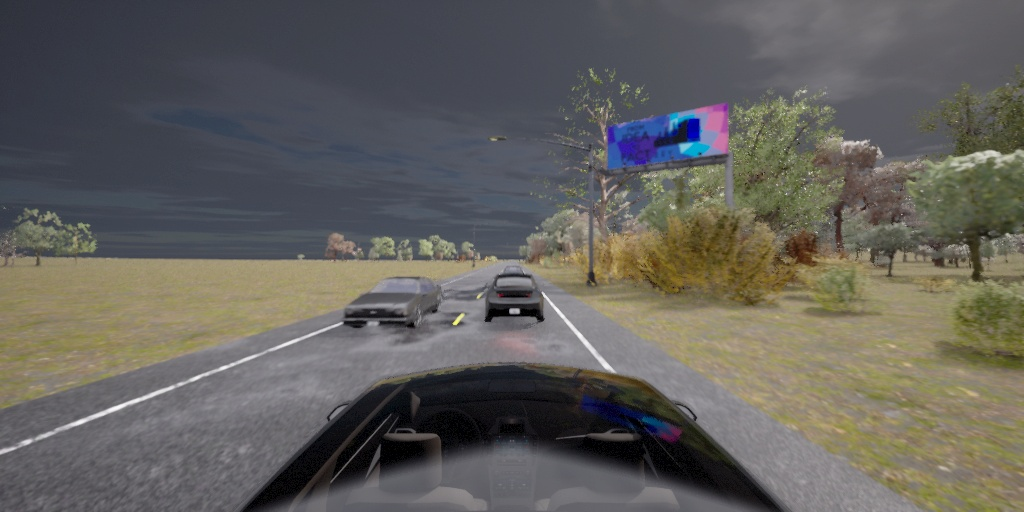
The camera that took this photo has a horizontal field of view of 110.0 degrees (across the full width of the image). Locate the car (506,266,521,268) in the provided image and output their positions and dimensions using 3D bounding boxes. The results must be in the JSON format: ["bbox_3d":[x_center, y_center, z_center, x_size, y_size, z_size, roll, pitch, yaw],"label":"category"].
[{"bbox_3d":[0.103,1.544,31.321,2.033,1.411,5.357,0,0,0],"label":"car"}]

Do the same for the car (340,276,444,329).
[{"bbox_3d":[-3.562,1.382,11.878,2.033,1.411,5.357,0,-1,0],"label":"car"}]

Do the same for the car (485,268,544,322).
[{"bbox_3d":[0.086,1.349,12.776,1.837,1.490,4.892,0,0,0],"label":"car"}]
